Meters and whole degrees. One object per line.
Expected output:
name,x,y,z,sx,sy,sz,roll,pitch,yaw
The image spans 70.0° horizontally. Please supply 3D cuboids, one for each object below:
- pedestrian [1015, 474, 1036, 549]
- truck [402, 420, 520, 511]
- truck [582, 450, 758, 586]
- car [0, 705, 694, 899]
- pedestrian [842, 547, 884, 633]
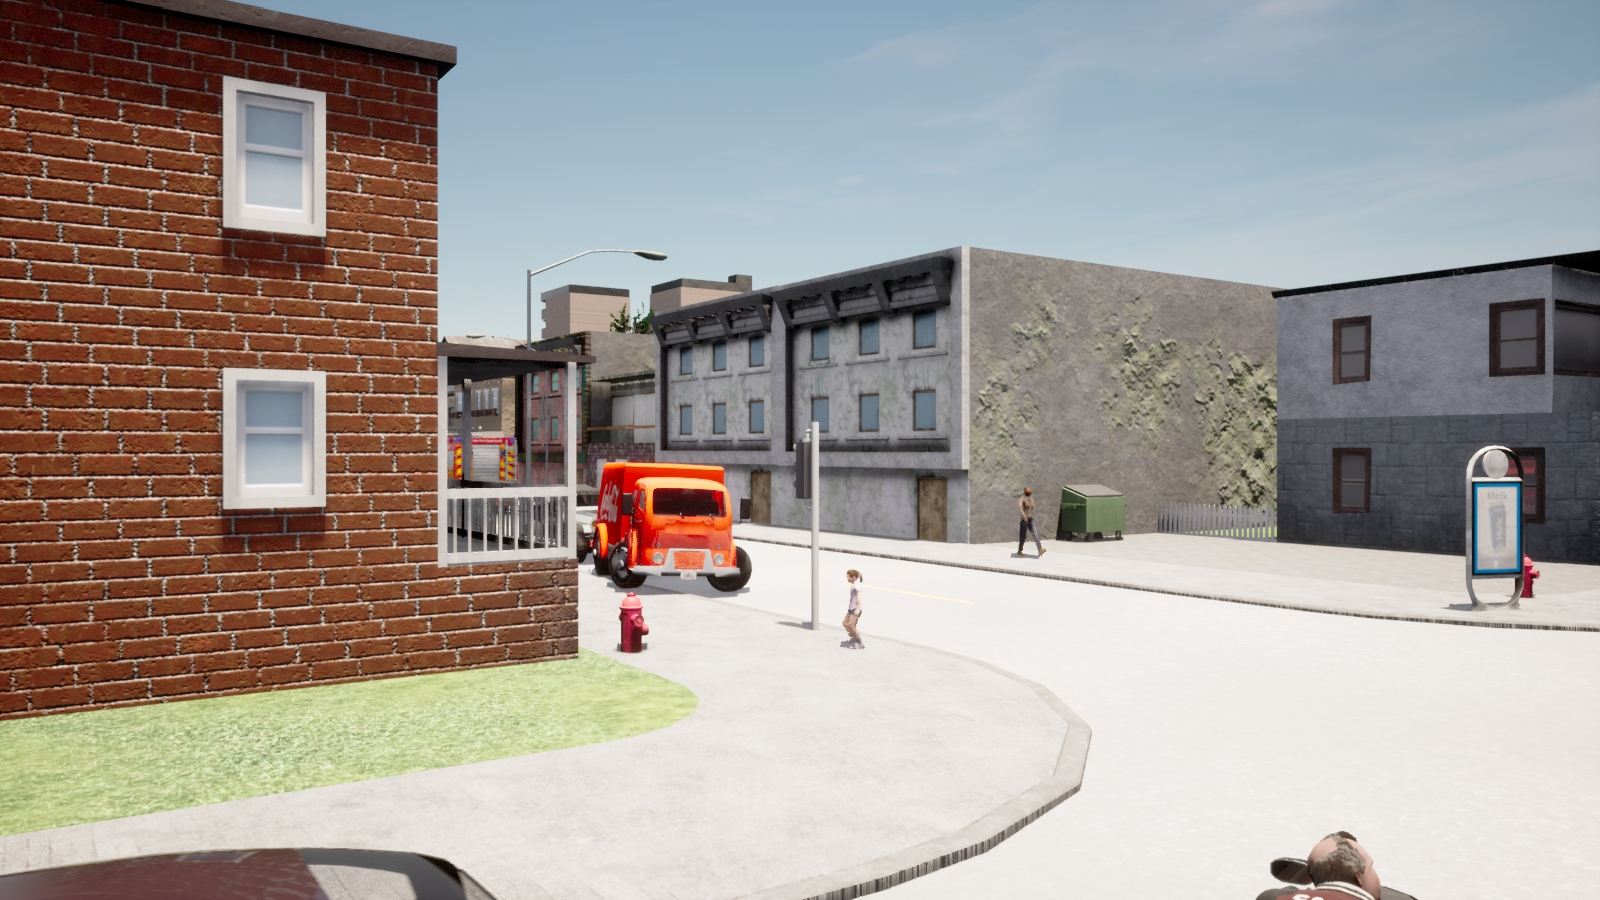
pedestrian,5.631,1.525,28.531,0.375,1.860,0.375,0,0,-26
truck,-15.723,0.670,52.474,2.891,3.827,8.468,0,0,-33
truck,-2.868,1.294,23.855,2.627,2.467,5.204,3,-1,-17
car,-2.333,1.807,2.880,3.705,1.549,1.789,0,0,-34
pedestrian,0.850,1.897,15.552,0.500,1.100,0.500,0,0,-5
